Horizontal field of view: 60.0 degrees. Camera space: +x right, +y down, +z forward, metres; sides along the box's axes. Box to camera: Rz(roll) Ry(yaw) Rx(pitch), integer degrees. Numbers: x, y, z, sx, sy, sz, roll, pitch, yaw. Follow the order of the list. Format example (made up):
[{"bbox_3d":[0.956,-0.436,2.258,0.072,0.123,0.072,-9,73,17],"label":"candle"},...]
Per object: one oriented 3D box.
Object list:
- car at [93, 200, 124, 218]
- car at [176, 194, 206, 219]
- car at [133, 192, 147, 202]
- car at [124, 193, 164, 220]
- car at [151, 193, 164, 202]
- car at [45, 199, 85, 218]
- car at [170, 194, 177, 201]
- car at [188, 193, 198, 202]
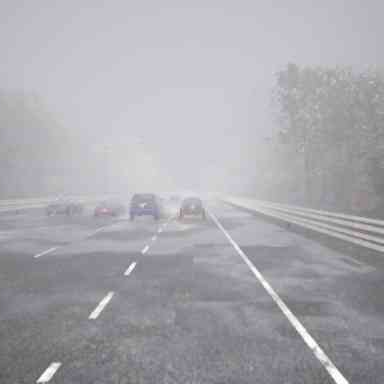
[{"bbox_3d":[-6.945,1.382,28.444,1.994,1.385,4.181,0,0,0],"label":"car"},{"bbox_3d":[0.050,1.175,27.548,2.097,1.767,4.553,0,0,0],"label":"car"},{"bbox_3d":[-10.315,0.935,66.584,2.097,1.767,4.553,0,1,1],"label":"car"},{"bbox_3d":[-3.463,1.056,26.027,2.150,2.045,5.566,0,1,1],"label":"car"},{"bbox_3d":[-6.820,1.063,65.902,1.882,1.535,5.008,0,0,1],"label":"car"},{"bbox_3d":[-10.448,1.314,27.750,2.128,1.511,4.902,0,1,0],"label":"car"},{"bbox_3d":[-3.316,1.062,66.201,1.882,1.535,5.008,0,0,1],"label":"car"},{"bbox_3d":[0.204,1.061,66.371,1.882,1.535,5.008,0,0,1],"label":"car"}]
